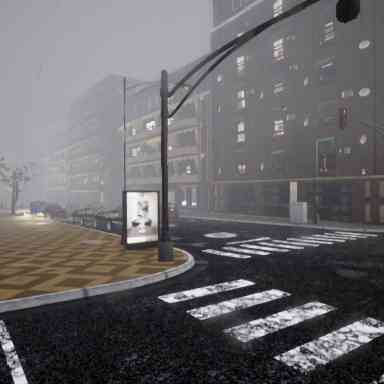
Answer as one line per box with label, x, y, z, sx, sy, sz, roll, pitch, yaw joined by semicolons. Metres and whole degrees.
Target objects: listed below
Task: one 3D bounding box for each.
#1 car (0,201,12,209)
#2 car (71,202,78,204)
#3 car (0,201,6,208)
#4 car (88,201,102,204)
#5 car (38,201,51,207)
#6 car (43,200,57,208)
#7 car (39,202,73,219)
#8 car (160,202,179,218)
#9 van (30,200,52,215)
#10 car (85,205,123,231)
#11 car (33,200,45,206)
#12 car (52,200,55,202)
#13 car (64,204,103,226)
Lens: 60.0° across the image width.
car;-38.062;2.702;68.340;2.008;1.369;4.403;-2;0;-36
car;-21.480;2.423;59.710;1.802;1.307;4.206;-2;0;-36
car;-44.588;2.860;77.366;1.887;1.381;4.507;-2;0;-36
car;-14.954;2.117;50.687;1.967;1.590;4.097;-2;0;-36
car;-34.533;2.734;77.762;1.947;1.339;4.313;-2;0;-36
car;-31.274;2.526;73.249;1.967;1.590;4.097;-2;0;-36
car;-14.871;2.114;36.124;1.887;1.381;4.507;-2;0;-36
car;-3.110;1.823;34.520;1.967;1.590;4.097;-2;0;-36
van;-19.788;2.034;43.013;1.690;1.788;3.998;-2;0;-36
car;-5.534;1.887;23.133;2.008;1.369;4.403;-2;0;-36
car;-37.797;2.795;82.275;1.887;1.381;4.507;-2;0;-36
car;-25.325;2.469;60.621;1.994;1.385;4.181;-1;-1;-36
car;-8.797;1.968;27.646;2.008;1.369;4.403;-2;0;-36
